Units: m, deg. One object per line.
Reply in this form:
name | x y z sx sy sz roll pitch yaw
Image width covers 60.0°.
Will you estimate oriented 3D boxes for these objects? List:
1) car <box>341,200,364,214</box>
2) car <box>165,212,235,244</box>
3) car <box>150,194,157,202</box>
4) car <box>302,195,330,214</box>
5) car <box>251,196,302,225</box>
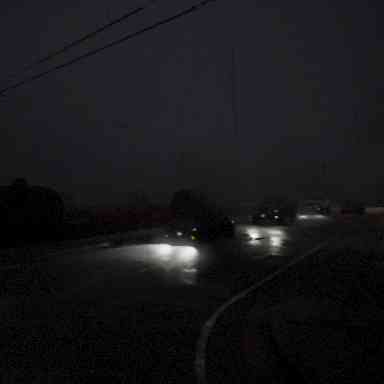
car | 17.339 1.548 35.827 1.882 1.535 5.008 -1 0 33
car | 0.493 1.672 16.444 1.994 1.385 4.181 -1 0 32
car | -10.659 1.650 84.176 3.866 1.878 1.905 -2 6 -11
car | 13.799 1.328 37.116 2.150 2.045 5.566 -1 -1 34
car | 6.457 1.330 25.738 2.150 2.045 5.566 -1 -1 32
